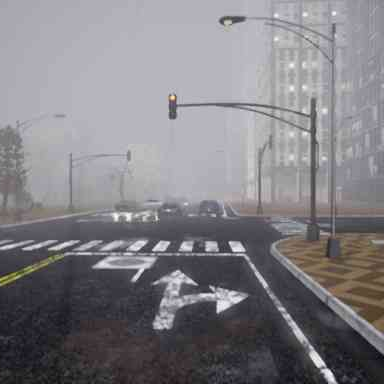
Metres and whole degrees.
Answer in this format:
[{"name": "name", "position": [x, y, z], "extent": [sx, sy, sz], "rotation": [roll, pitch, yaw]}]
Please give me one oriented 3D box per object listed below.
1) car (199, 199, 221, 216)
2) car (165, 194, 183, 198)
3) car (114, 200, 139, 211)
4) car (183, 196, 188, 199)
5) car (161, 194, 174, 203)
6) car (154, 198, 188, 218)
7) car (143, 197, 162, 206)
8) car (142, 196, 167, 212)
[{"name": "car", "position": [1.718, 1.439, 32.098], "extent": [1.882, 1.535, 5.008], "rotation": [0, 0, 4]}, {"name": "car", "position": [-3.255, 1.447, 53.731], "extent": [2.128, 1.511, 4.902], "rotation": [0, 0, 5]}, {"name": "car", "position": [-7.690, 1.565, 39.389], "extent": [1.895, 1.301, 4.718], "rotation": [0, 0, 5]}, {"name": "car", "position": [-1.917, 1.548, 69.072], "extent": [1.895, 1.301, 4.718], "rotation": [0, 0, 5]}, {"name": "car", "position": [-5.082, 1.303, 70.247], "extent": [2.097, 1.767, 4.553], "rotation": [0, 0, 5]}, {"name": "car", "position": [-1.771, 1.503, 29.336], "extent": [1.994, 1.385, 4.181], "rotation": [0, 0, 4]}, {"name": "car", "position": [-6.433, 1.503, 54.748], "extent": [2.033, 1.411, 5.357], "rotation": [0, 0, 5]}, {"name": "car", "position": [-4.460, 1.491, 39.007], "extent": [1.812, 1.442, 4.674], "rotation": [0, 0, 5]}]
